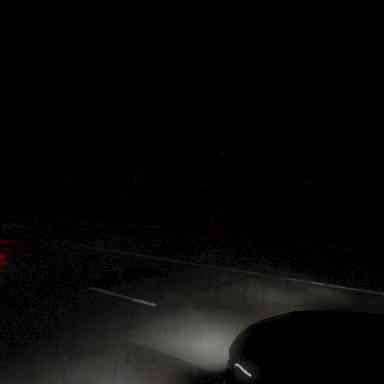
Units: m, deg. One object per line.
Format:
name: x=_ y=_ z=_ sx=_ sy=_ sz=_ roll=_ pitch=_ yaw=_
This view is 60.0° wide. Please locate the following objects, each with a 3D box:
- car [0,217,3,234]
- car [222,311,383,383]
car: x=-11.283 y=1.435 z=16.650 sx=4.892 sy=1.490 sz=1.837 roll=0 pitch=0 yaw=37
car: x=2.444 y=1.529 z=2.249 sx=4.674 sy=1.442 sz=1.812 roll=0 pitch=0 yaw=36
